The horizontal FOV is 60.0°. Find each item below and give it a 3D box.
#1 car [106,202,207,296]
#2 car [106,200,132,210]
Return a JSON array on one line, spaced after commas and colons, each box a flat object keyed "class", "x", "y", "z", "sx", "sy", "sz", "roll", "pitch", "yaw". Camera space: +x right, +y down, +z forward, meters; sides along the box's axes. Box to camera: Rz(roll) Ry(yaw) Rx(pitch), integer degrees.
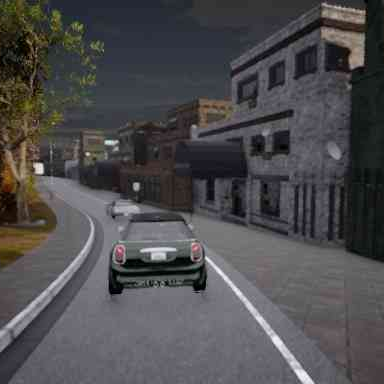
[{"class": "car", "x": -0.954, "y": 1.316, "z": 8.878, "sx": 2.097, "sy": 1.767, "sz": 4.553, "roll": -1, "pitch": 0, "yaw": -7}, {"class": "car", "x": -5.503, "y": 1.231, "z": 25.686, "sx": 1.895, "sy": 1.301, "sz": 4.718, "roll": -2, "pitch": 3, "yaw": -22}]
